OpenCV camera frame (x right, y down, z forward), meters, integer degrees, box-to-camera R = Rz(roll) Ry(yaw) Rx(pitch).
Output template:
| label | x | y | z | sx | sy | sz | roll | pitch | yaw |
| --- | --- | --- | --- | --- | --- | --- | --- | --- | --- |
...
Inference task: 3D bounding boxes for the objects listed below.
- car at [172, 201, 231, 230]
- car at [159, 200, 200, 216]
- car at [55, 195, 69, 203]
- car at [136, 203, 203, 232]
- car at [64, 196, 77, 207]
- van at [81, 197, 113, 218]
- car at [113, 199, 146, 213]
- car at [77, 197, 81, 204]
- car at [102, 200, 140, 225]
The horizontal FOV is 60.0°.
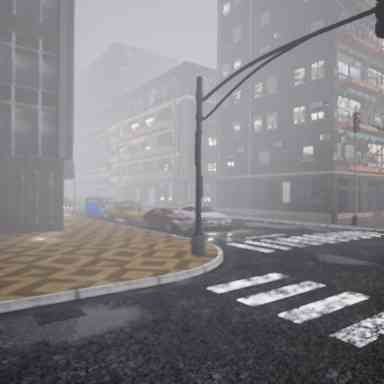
| label | x | y | z | sx | sy | sz | roll | pitch | yaw |
| --- | --- | --- | --- | --- | --- | --- | --- | --- | --- |
| car | 0.518 | 1.552 | 21.716 | 1.812 | 1.442 | 4.674 | 1 | 0 | -36 |
| car | -1.369 | 1.590 | 34.224 | 1.752 | 1.417 | 4.829 | 1 | 0 | -36 |
| car | -27.719 | 1.462 | 70.873 | 1.967 | 1.590 | 4.097 | 1 | 0 | -36 |
| car | -1.461 | 1.582 | 19.997 | 1.802 | 1.307 | 4.206 | 1 | 0 | -36 |
| car | -19.138 | 1.457 | 49.179 | 1.882 | 1.535 | 5.008 | 1 | -1 | -36 |
| van | -8.072 | 1.322 | 29.195 | 1.690 | 1.788 | 3.998 | 1 | 0 | -36 |
| car | -7.160 | 1.556 | 37.842 | 1.812 | 1.442 | 4.674 | 1 | 0 | -36 |
| car | -21.207 | 1.549 | 61.815 | 1.752 | 1.417 | 4.829 | 1 | 0 | -36 |
| car | -4.667 | 1.515 | 24.457 | 1.752 | 1.417 | 4.829 | 1 | 0 | -36 |
